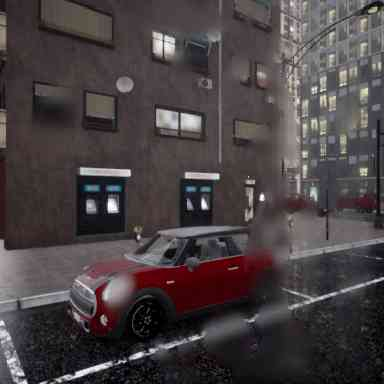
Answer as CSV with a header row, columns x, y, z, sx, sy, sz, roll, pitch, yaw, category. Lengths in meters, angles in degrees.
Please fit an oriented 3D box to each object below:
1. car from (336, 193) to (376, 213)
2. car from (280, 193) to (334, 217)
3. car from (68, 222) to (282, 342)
x,y,z,sx,sy,sz,roll,pitch,yaw,category
15.424,1.030,32.300,2.192,1.841,5.009,1,0,-36,car
8.680,1.010,27.326,2.192,1.841,5.009,2,0,-36,car
-0.197,1.440,6.415,4.097,1.590,1.967,0,0,-35,car
